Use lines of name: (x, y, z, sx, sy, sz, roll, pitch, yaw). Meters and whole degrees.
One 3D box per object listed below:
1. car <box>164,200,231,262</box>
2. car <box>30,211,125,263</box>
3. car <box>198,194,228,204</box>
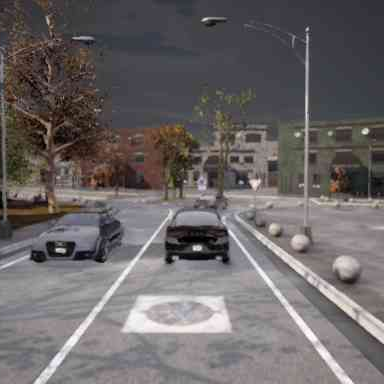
car: (0.157, 1.251, 11.172, 1.882, 1.535, 5.008, 0, 1, 0)
car: (-3.527, 1.343, 10.958, 1.994, 1.385, 4.181, 0, 1, 1)
car: (1.590, 0.872, 27.278, 1.812, 1.442, 4.674, 1, 2, 19)
